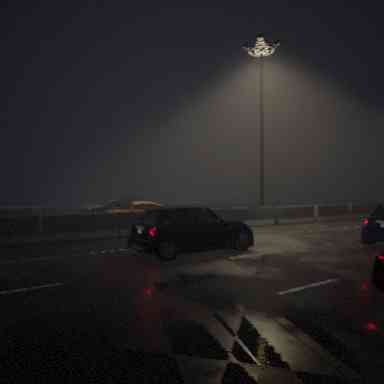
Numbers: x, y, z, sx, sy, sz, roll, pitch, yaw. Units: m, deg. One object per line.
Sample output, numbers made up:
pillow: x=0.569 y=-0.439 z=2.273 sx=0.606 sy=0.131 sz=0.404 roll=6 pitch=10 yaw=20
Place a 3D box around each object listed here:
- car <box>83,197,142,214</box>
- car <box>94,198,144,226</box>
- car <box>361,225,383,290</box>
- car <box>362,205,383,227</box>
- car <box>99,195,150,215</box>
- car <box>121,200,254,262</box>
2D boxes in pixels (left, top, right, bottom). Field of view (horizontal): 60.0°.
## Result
car: x=-5.439 y=1.396 z=25.338 sx=4.892 sy=1.490 sz=1.837 roll=0 pitch=0 yaw=-31
car: x=-3.637 y=1.376 z=22.343 sx=5.008 sy=1.535 sz=1.882 roll=0 pitch=0 yaw=-31
car: x=5.969 y=1.499 z=7.475 sx=4.181 sy=1.385 sz=1.994 roll=0 pitch=0 yaw=-32
car: x=8.905 y=1.243 z=13.262 sx=4.553 sy=1.767 sz=2.097 roll=0 pitch=0 yaw=-30
car: x=-6.634 y=1.209 z=32.762 sx=4.553 sy=1.767 sz=2.097 roll=0 pitch=0 yaw=-31
car: x=0.073 y=1.289 z=12.025 sx=4.553 sy=1.767 sz=2.097 roll=0 pitch=0 yaw=-33
